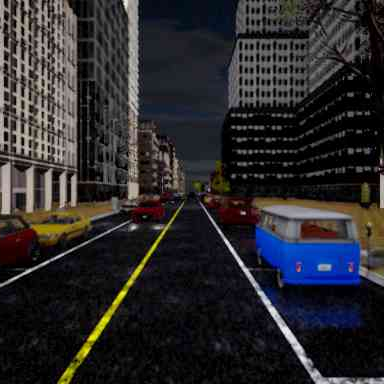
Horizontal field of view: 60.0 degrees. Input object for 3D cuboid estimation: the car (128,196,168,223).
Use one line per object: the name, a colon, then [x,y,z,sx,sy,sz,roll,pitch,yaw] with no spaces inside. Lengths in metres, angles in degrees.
car: [-3.101,1.336,24.257,1.882,1.535,5.008,0,0,0]

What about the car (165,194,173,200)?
car: [-5.692,1.109,82.604,1.887,1.381,4.507,0,0,0]

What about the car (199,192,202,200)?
car: [2.656,1.182,71.200,1.947,1.339,4.313,0,0,0]

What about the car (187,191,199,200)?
car: [-0.005,0.954,69.209,1.837,1.490,4.892,0,0,0]

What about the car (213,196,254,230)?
car: [2.704,1.197,19.999,2.192,1.841,5.009,0,0,0]

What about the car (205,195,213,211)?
car: [2.675,1.371,37.067,1.802,1.307,4.206,0,0,0]

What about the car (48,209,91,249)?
car: [-5.687,1.441,14.165,1.752,1.417,4.829,0,0,0]

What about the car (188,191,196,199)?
car: [-0.006,0.670,88.132,2.150,2.045,5.566,0,0,0]

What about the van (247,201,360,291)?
van: [2.703,1.289,8.620,1.690,1.788,3.998,0,0,0]

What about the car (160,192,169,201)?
car: [-5.690,0.931,71.224,2.192,1.841,5.009,0,0,0]

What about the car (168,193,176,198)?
car: [-5.693,1.081,93.981,1.947,1.339,4.313,0,0,0]

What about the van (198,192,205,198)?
van: [2.655,0.856,93.955,1.690,1.788,3.998,0,0,0]

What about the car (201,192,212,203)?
car: [2.996,1.146,55.832,1.801,1.575,5.366,0,0,0]

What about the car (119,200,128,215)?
car: [-5.688,1.370,31.403,2.008,1.369,4.403,0,0,0]

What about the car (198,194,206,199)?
car: [2.655,1.121,88.267,1.802,1.307,4.206,0,0,0]

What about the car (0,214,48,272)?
car: [-5.686,1.388,8.646,1.967,1.590,4.097,0,0,0]

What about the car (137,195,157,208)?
car: [-5.688,1.199,42.780,1.967,1.590,4.097,0,0,0]

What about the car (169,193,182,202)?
car: [-3.012,1.241,65.701,1.895,1.301,4.718,0,0,0]
